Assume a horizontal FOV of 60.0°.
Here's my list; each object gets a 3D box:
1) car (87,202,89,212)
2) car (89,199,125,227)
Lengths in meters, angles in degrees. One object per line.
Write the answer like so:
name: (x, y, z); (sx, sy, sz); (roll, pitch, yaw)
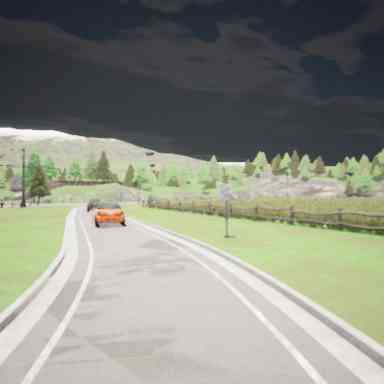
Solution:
car: (-13.567, 1.767, 46.454); (2.097, 1.767, 4.553); (0, 0, -18)
car: (-6.386, 1.569, 25.230); (2.097, 1.767, 4.553); (0, 0, -20)
